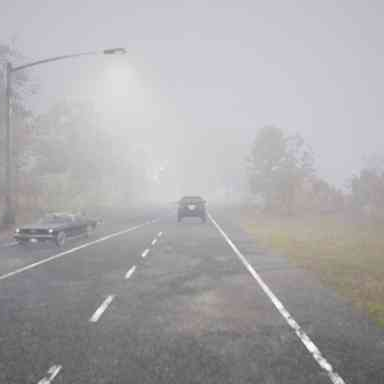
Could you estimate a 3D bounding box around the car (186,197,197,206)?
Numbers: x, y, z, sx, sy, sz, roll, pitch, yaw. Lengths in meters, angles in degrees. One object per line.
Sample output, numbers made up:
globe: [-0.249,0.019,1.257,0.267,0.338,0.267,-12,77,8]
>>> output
car: [-0.022,1.758,62.930,2.033,1.411,5.357,0,0,0]

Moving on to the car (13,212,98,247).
car: [-6.219,1.666,15.696,1.895,1.301,4.718,0,0,6]

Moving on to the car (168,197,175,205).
car: [-3.523,1.696,63.560,1.882,1.535,5.008,0,0,0]

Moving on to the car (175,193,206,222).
car: [-0.012,1.331,27.806,2.150,2.045,5.566,0,0,0]
